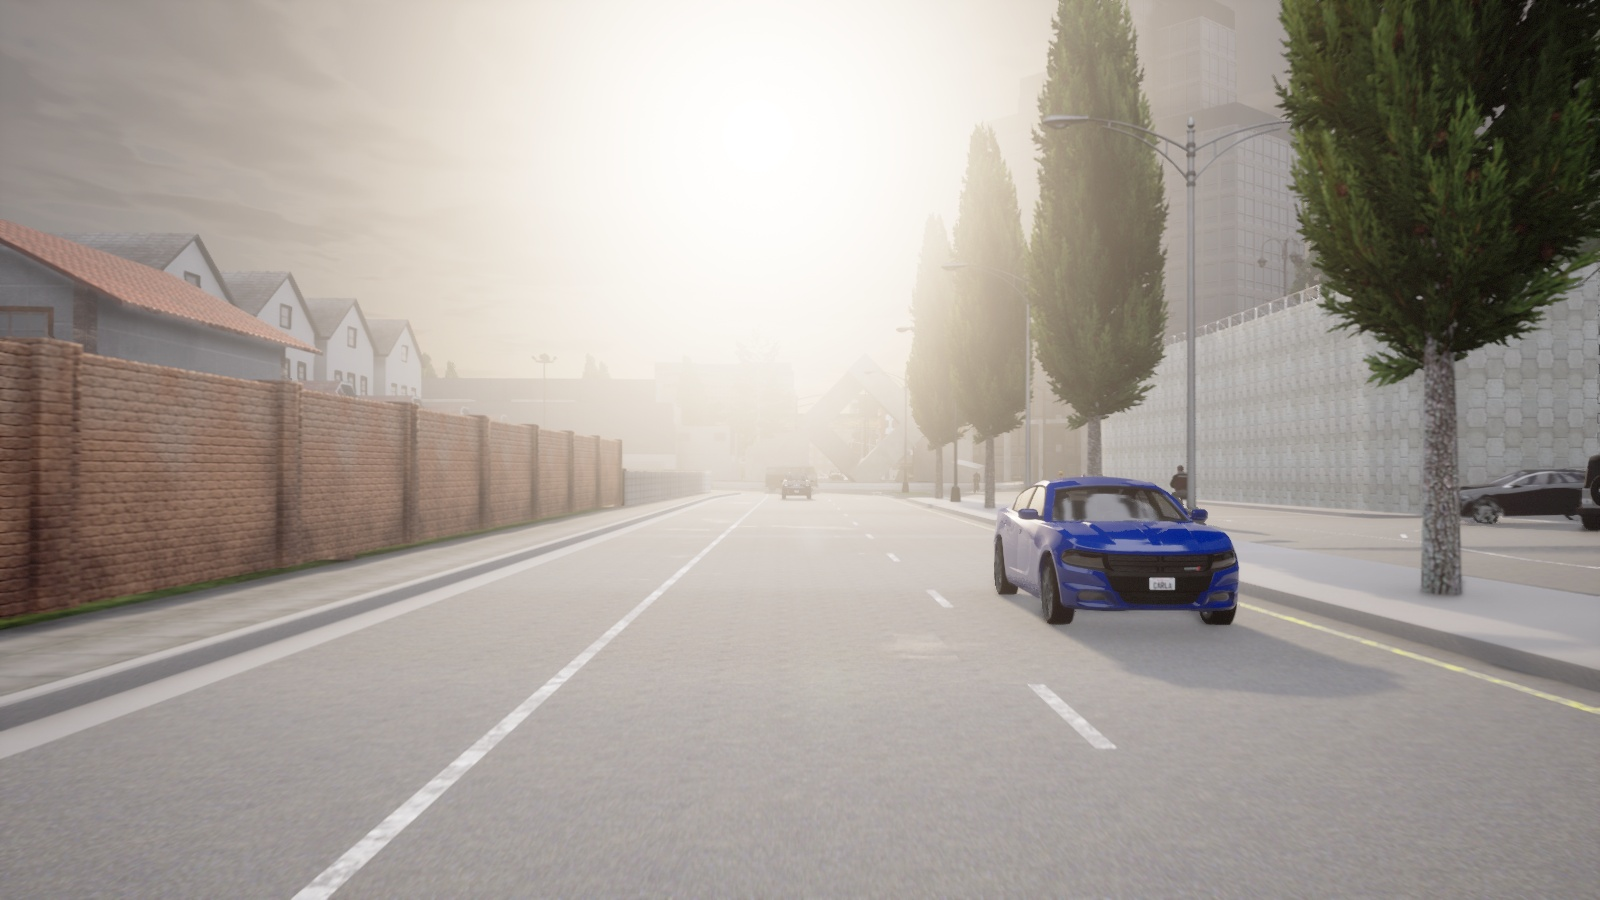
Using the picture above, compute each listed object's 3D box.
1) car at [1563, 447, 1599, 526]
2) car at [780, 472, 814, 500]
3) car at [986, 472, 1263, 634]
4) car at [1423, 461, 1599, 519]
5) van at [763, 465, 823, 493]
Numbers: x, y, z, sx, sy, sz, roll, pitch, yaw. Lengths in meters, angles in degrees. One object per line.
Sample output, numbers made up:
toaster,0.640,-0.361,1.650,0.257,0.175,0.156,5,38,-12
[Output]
car,20.841,0.827,30.522,3.866,1.878,1.905,-1,-2,-21
car,-0.176,2.009,70.445,1.845,1.501,3.633,0,-1,0
car,3.465,1.021,14.493,1.882,1.535,5.008,0,-1,0
car,20.336,1.094,34.995,4.902,1.511,2.128,-1,-1,12
van,-0.528,2.104,91.693,1.775,1.987,4.442,1,-1,-44
